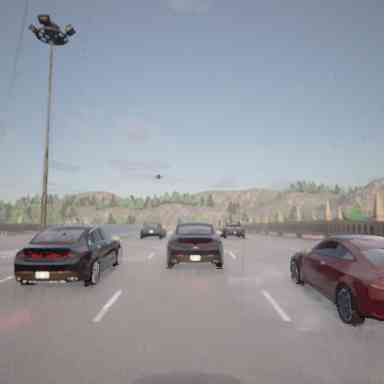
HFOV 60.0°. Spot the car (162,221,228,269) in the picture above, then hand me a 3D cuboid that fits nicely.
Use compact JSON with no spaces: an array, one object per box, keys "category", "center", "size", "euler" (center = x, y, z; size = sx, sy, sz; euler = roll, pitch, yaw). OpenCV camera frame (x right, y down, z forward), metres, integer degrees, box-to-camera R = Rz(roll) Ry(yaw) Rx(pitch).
[{"category":"car","center":[0.099,1.875,12.463],"size":[1.837,1.490,4.892],"euler":[0,-3,0]}]

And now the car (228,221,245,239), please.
[{"category":"car","center":[3.596,3.420,30.087],"size":[2.128,1.511,4.902],"euler":[0,-6,0]}]

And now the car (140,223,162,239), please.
[{"category":"car","center":[-3.403,3.468,29.848],"size":[1.994,1.385,4.181],"euler":[0,-6,0]}]

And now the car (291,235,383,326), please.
[{"category":"car","center":[3.600,1.662,7.187],"size":[1.812,1.442,4.674],"euler":[0,-2,0]}]

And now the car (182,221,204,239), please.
[{"category":"car","center":[0.097,3.479,30.790],"size":[1.882,1.535,5.008],"euler":[0,-6,0]}]

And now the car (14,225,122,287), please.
[{"category":"car","center":[-3.401,1.750,9.998],"size":[1.837,1.490,4.892],"euler":[0,-3,0]}]
